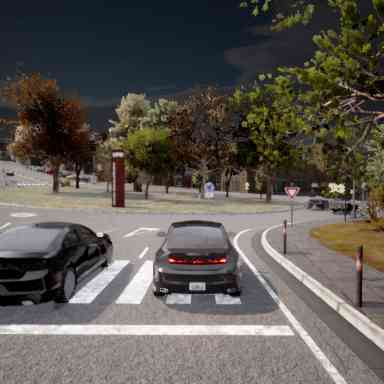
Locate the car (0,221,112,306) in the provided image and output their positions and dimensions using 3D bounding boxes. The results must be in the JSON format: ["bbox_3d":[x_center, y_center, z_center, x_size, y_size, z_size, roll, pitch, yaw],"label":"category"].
[{"bbox_3d":[-3.368,1.450,8.102,1.882,1.535,5.008,0,0,1],"label":"car"}]

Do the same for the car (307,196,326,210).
[{"bbox_3d":[14.936,1.237,39.370,1.837,1.490,4.892,2,3,29],"label":"car"}]

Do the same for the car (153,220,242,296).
[{"bbox_3d":[0.117,1.475,8.528,1.837,1.490,4.892,0,0,0],"label":"car"}]

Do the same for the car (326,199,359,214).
[{"bbox_3d":[16.038,1.421,34.747,2.033,1.411,5.357,1,2,37],"label":"car"}]
